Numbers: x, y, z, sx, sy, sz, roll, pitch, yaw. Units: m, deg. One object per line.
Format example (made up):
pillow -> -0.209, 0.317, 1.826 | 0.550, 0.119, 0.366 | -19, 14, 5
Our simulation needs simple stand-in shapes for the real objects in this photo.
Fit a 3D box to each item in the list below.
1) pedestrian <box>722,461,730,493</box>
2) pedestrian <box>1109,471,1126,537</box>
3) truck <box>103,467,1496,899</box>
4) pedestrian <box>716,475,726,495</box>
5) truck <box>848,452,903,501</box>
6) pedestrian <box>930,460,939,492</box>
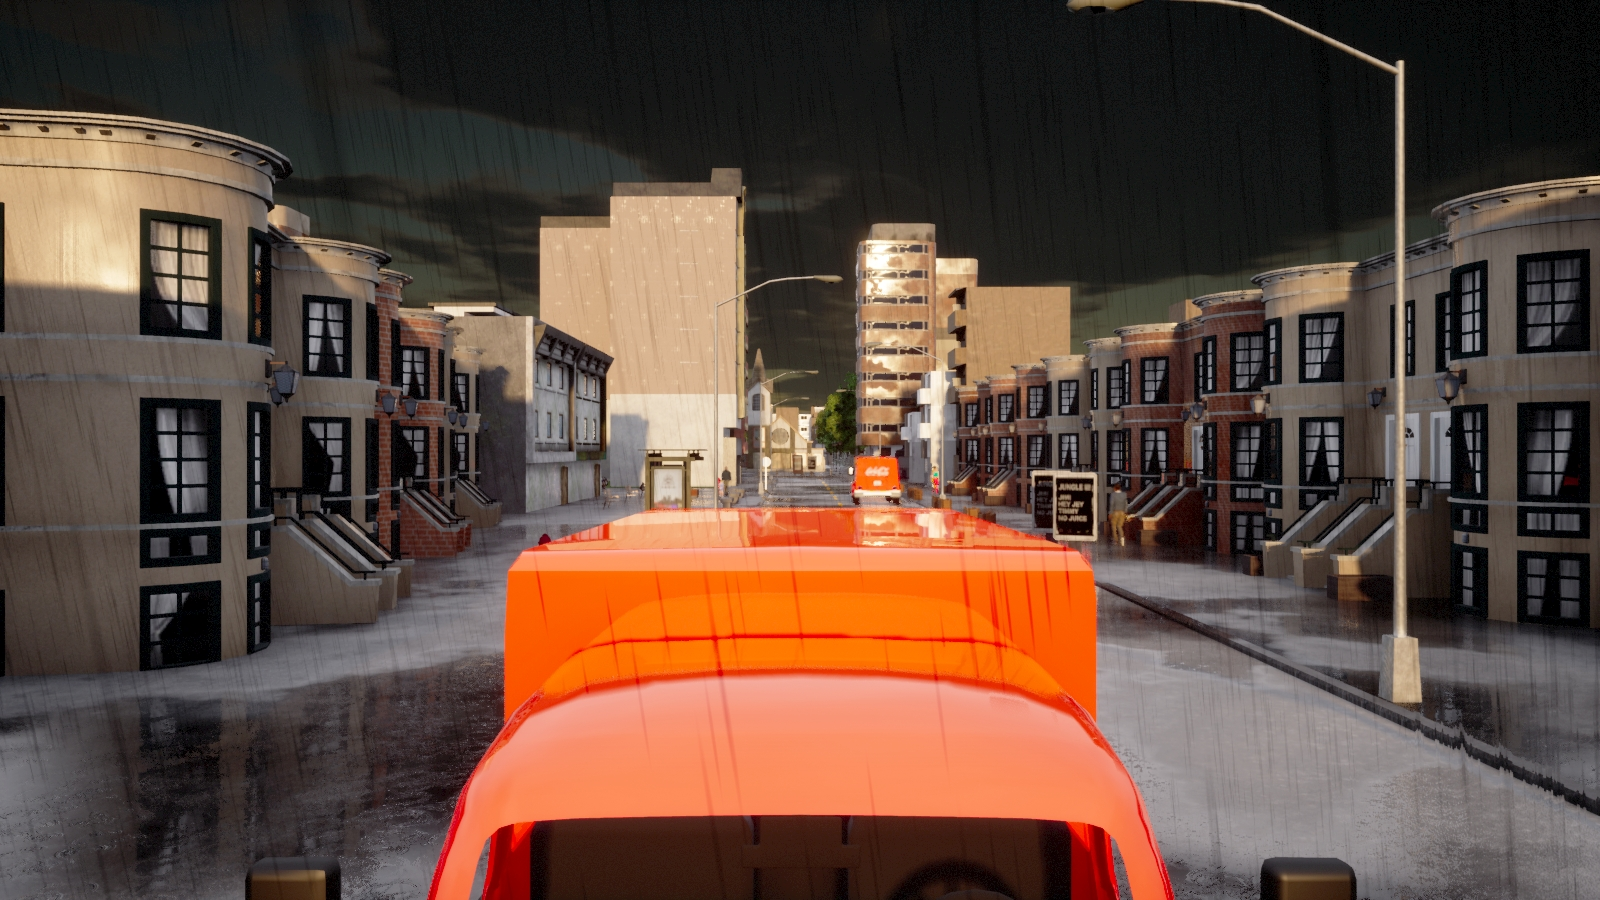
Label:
pedestrian -> -4.310, 1.551, 66.625 | 0.375, 1.860, 0.375 | 0, 0, 4
pedestrian -> 8.999, 1.537, 32.418 | 0.375, 1.860, 0.375 | 0, 0, -1
truck -> -0.001, 1.348, 4.761 | 2.627, 2.467, 5.204 | 0, 0, 0
pedestrian -> -4.393, 1.931, 63.483 | 0.500, 1.100, 0.500 | 0, 0, 1
truck -> 4.001, 1.373, 61.528 | 2.627, 2.467, 5.204 | 0, 0, 0
pedestrian -> 7.982, 1.551, 67.725 | 0.375, 1.860, 0.375 | 0, 0, -20
